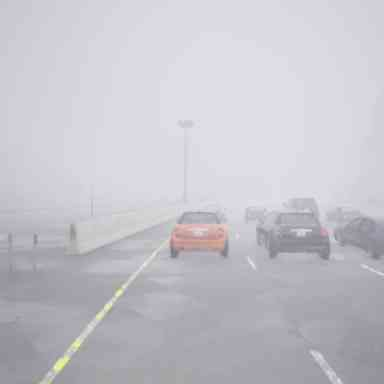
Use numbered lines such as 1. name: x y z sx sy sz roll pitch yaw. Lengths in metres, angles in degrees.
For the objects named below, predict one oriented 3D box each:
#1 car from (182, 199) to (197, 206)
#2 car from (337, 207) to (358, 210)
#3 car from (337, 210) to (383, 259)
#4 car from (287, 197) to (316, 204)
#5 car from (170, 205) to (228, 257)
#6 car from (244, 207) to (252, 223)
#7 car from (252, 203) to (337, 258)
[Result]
1. car: -0.611 2.307 74.641 1.895 1.301 4.718 0 -1 20
2. car: 12.267 1.866 26.783 1.895 1.301 4.718 0 -1 8
3. car: 7.356 1.679 13.153 2.033 1.411 5.357 0 -1 4
4. car: 8.787 1.484 27.189 2.150 2.045 5.566 0 0 8
5. car: 0.379 1.482 13.690 2.097 1.767 4.553 0 -1 4
6. car: 5.334 1.871 27.751 1.895 1.301 4.718 0 -1 8
7. car: 3.872 1.483 13.468 2.097 1.767 4.553 0 -1 4
